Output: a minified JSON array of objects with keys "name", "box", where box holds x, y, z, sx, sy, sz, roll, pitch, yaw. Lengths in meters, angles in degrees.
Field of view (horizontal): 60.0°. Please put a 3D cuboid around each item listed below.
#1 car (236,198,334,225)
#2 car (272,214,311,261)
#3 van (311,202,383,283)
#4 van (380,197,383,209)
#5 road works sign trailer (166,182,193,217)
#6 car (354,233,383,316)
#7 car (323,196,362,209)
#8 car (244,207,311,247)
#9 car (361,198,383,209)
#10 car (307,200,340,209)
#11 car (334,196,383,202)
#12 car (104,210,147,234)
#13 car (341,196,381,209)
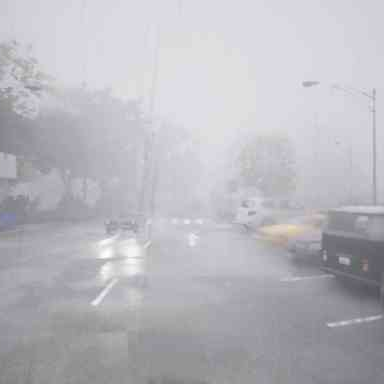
[{"name":"car","box":[5.389,1.398,20.270,5.566,2.045,2.435,1,-1,-20]},{"name":"car","box":[5.382,1.616,11.233,4.674,1.452,2.002,1,0,-20]},{"name":"van","box":[5.488,1.328,8.278,4.442,1.987,1.878,1,-1,-20]},{"name":"van","box":[33.013,1.714,53.720,1.878,1.987,4.442,0,-1,-21]},{"name":"road works sign trailer","box":[-1.043,0.756,35.978,2.880,3.560,2.380,0,-1,-41]},{"name":"car","box":[5.367,1.528,5.231,5.008,1.535,2.097,1,-1,-20]},{"name":"car","box":[23.976,1.680,53.403,2.435,2.045,5.566,0,-1,-21]},{"name":"car","box":[5.200,1.594,14.175,5.366,1.575,1.946,1,0,-20]},{"name":"car","box":[30.032,1.811,53.568,2.185,1.767,4.553,1,-2,-22]},{"name":"car","box":[20.953,1.959,53.319,2.163,1.488,4.792,0,-1,-21]},{"name":"car","box":[18.355,1.535,36.261,2.435,2.045,5.566,0,0,-21]},{"name":"car","box":[-4.038,1.821,20.888,1.895,1.301,4.718,0,0,0]},{"name":"car","box":[27.037,1.682,53.440,2.435,2.045,5.566,1,-1,-22]}]
